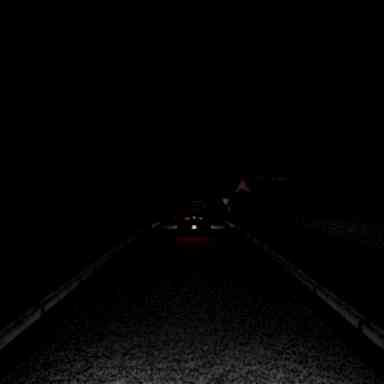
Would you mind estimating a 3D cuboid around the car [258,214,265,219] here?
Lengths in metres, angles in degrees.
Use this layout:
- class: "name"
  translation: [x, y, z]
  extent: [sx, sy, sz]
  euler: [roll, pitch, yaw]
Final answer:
- class: "car"
  translation: [13.627, 5.414, 72.306]
  extent: [1.946, 1.575, 5.366]
  euler: [8, -6, -30]

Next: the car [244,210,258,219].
- class: "car"
  translation: [10.794, 4.857, 71.621]
  extent: [2.435, 2.045, 5.566]
  euler: [8, -6, -30]

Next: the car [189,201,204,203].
- class: "car"
  translation: [0.520, 2.031, 36.426]
  extent: [2.150, 2.045, 5.566]
  euler: [0, -4, 2]

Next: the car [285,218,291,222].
- class: "car"
  translation: [22.598, 6.358, 73.662]
  extent: [2.002, 1.452, 4.674]
  euler: [7, -6, -29]

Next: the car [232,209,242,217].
- class: "car"
  translation: [7.797, 4.674, 71.066]
  extent: [2.185, 1.767, 4.553]
  euler: [7, -6, -30]

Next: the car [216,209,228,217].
- class: "car"
  translation: [4.825, 4.410, 70.572]
  extent: [2.185, 1.767, 4.553]
  euler: [5, -5, -31]

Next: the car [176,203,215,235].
- class: "car"
  translation: [0.124, 1.577, 19.236]
  extent: [1.837, 1.490, 4.892]
  euler: [0, -1, 0]
